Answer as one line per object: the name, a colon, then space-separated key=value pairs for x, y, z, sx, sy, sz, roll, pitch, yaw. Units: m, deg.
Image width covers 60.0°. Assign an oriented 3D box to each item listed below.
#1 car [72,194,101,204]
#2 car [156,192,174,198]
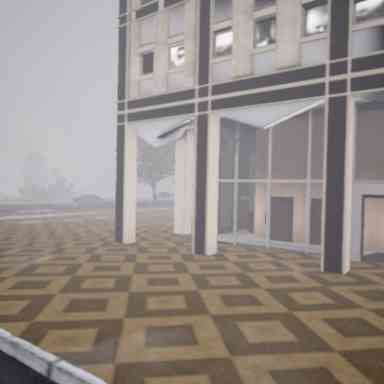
car: x=-15.636 y=0.968 z=49.611 sx=1.994 sy=1.385 sz=4.181 roll=2 pitch=1 yaw=38
car: x=-5.472 y=0.590 z=62.422 sx=1.882 sy=1.535 sz=5.008 roll=2 pitch=1 yaw=38
